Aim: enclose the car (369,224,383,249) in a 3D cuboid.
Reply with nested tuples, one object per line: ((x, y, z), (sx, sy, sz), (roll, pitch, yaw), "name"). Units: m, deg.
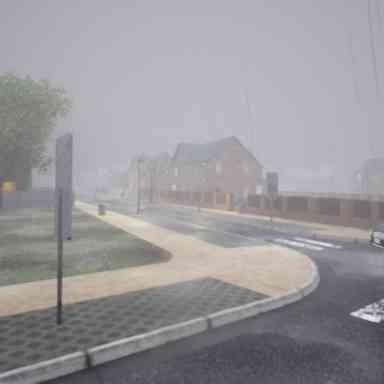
((8.963, 1.478, 11.881), (4.902, 1.511, 2.128), (1, 3, -4), "car")
